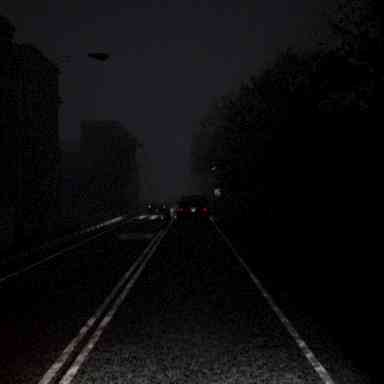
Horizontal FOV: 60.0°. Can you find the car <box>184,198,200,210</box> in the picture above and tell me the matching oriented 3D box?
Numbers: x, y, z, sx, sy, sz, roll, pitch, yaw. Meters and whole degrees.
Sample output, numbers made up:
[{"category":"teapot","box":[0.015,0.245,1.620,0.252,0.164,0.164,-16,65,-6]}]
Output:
[{"category":"car","box":[-0.020,1.492,42.759,2.033,1.411,5.357,0,0,0]}]

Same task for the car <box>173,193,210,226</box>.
[{"category":"car","box":[0.068,1.217,23.563,2.150,2.045,5.566,0,0,0]}]

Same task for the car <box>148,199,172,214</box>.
[{"category":"car","box":[-3.417,1.533,34.318,1.895,1.301,4.718,1,-1,0]}]

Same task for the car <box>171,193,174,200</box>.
[{"category":"car","box":[-3.702,0.986,75.925,2.097,1.767,4.553,0,0,-1]}]
